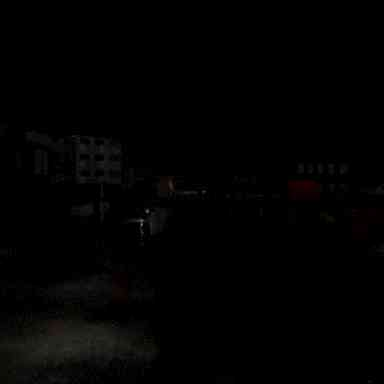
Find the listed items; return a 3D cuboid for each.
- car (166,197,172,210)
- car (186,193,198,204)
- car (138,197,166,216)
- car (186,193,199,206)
[{"bbox_3d":[-4.089,1.530,42.899,2.128,1.511,4.902,0,0,0],"label":"car"},{"bbox_3d":[0.006,1.281,67.316,2.150,2.045,5.566,0,0,0],"label":"car"},{"bbox_3d":[-4.097,1.521,32.935,2.128,1.511,4.902,0,0,0],"label":"car"},{"bbox_3d":[0.105,1.401,55.552,2.097,1.767,4.553,0,0,0],"label":"car"}]
